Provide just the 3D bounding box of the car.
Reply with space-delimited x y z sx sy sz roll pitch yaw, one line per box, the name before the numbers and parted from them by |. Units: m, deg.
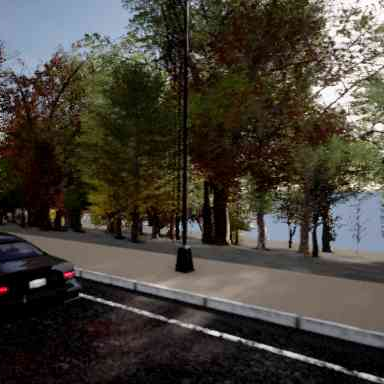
car | -4.582 1.547 6.905 5.357 1.411 2.033 0 0 35
